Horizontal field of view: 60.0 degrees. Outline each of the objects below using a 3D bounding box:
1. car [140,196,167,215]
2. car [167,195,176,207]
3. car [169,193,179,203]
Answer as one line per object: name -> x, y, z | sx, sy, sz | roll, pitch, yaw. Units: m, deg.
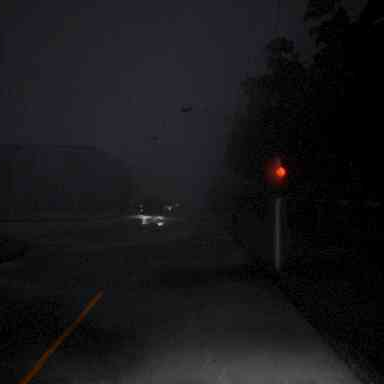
car -> -4.027, 1.348, 34.195 | 2.097, 1.767, 4.553 | 0, 0, 0
car -> -3.979, 1.558, 51.089 | 1.994, 1.385, 4.181 | 0, 0, 0
car -> -3.863, 1.205, 69.071 | 2.150, 2.045, 5.566 | 0, 0, 0
